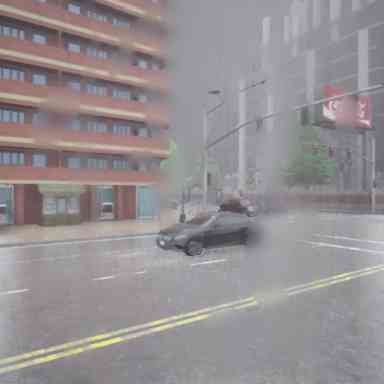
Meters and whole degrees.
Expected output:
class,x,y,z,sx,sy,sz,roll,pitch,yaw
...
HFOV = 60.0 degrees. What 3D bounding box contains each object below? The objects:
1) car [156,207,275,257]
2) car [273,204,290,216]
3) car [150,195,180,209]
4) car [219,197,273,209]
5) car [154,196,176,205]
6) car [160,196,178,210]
class,x,y,z,sx,sy,sz,roll,pitch,yaw
car,0.859,1.524,13.047,4.674,1.442,1.812,0,0,-35
car,6.623,1.542,31.641,2.033,1.411,5.357,0,0,-36
car,-3.816,1.346,46.459,2.097,1.767,4.553,0,0,-35
car,4.316,1.347,28.555,2.097,1.767,4.553,0,0,-34
car,-4.973,1.518,60.647,1.812,1.442,4.674,0,0,-35
car,-3.478,1.559,39.872,1.994,1.385,4.181,0,0,-35
